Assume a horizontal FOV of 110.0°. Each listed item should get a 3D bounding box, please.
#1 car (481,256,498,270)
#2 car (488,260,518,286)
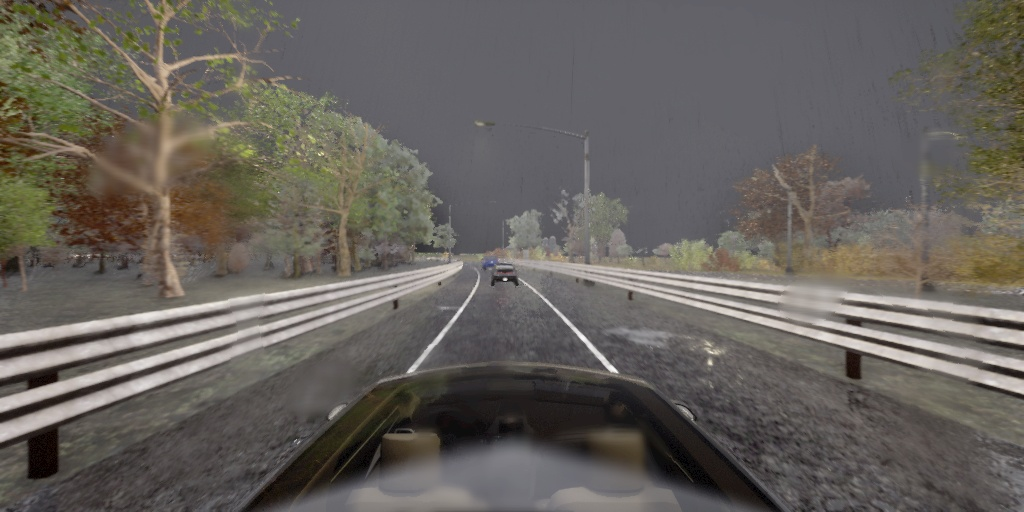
[{"bbox_3d":[-3.196,0.961,52.205,2.150,2.045,5.566,0,0,-8],"label":"car"},{"bbox_3d":[-0.613,1.263,25.820,1.837,1.490,4.892,0,0,-4],"label":"car"}]
